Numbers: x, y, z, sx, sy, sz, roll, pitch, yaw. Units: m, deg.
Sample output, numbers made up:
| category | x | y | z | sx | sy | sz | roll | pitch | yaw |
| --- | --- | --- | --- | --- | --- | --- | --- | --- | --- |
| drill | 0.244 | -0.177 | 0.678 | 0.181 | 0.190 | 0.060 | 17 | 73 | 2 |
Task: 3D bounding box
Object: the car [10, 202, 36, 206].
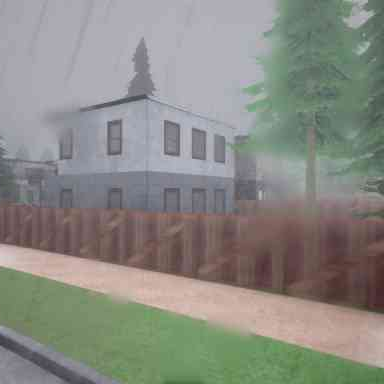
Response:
| category | x | y | z | sx | sy | sz | roll | pitch | yaw |
| --- | --- | --- | --- | --- | --- | --- | --- | --- | --- |
| car | -15.351 | 1.582 | 29.329 | 1.895 | 1.301 | 4.718 | 0 | 0 | 28 |
